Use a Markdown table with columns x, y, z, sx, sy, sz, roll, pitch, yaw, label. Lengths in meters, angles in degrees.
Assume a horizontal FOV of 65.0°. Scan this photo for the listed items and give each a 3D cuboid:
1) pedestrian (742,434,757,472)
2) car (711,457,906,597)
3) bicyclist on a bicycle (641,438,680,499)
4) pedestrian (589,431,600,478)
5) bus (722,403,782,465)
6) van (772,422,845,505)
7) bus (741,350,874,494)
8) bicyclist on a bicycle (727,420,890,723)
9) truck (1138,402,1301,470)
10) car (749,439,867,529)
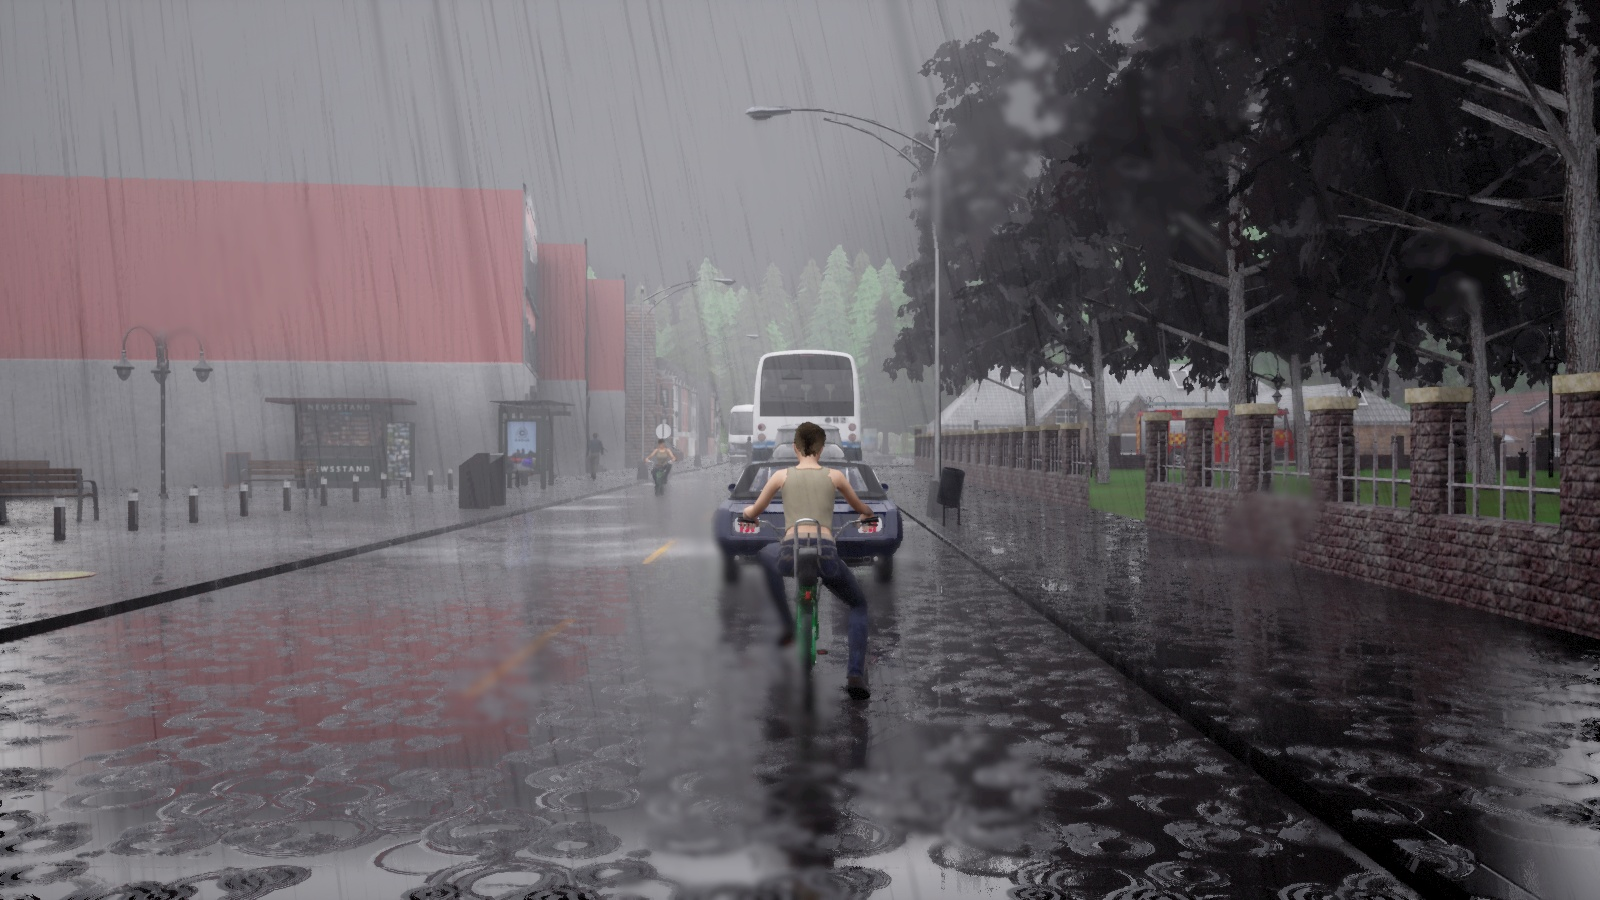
| x | y | z | sx | sy | sz | roll | pitch | yaw | label |
| --- | --- | --- | --- | --- | --- | --- | --- | --- | --- |
| -2.565 | 0.172 | 64.064 | 0.666 | 1.930 | 0.402 | 0 | 0 | -23 | pedestrian |
| 0.096 | 0.765 | 14.566 | 1.895 | 1.301 | 4.718 | 0 | 0 | 0 | car |
| -3.769 | 0.488 | 34.003 | 0.866 | 1.612 | 1.509 | 0 | 0 | 1 | bicyclist on a bicycle |
| -7.968 | 0.175 | 48.667 | 0.370 | 1.835 | 0.726 | 0 | 0 | -5 | pedestrian |
| -3.380 | -1.152 | 91.903 | 3.944 | 4.253 | 10.273 | 0 | 0 | 0 | bus |
| 0.217 | 0.315 | 32.578 | 1.775 | 1.987 | 4.442 | 0 | 0 | 0 | van |
| 0.289 | -0.869 | 42.315 | 3.944 | 4.253 | 10.273 | 0 | 0 | 1 | bus |
| 0.050 | 0.641 | 7.436 | 0.866 | 1.612 | 1.509 | 0 | 0 | 0 | bicyclist on a bicycle |
| 24.151 | -0.808 | 72.529 | 8.468 | 3.827 | 2.891 | 0 | 0 | -1 | truck |
| 0.156 | 0.560 | 23.591 | 2.007 | 1.525 | 4.514 | 0 | 0 | 0 | car |
